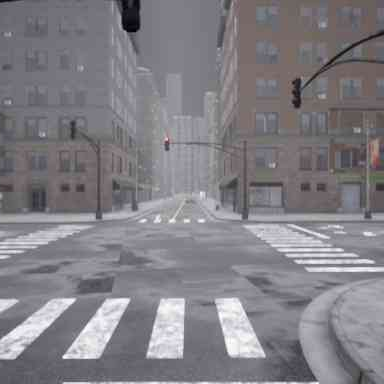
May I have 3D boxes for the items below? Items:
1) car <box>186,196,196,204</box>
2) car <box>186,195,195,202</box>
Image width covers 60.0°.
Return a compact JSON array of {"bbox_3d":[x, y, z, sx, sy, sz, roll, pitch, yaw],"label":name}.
[{"bbox_3d":[-0.281,1.614,63.876,1.895,1.301,4.718,0,0,0],"label":"car"},{"bbox_3d":[-0.345,1.443,73.881,1.895,1.301,4.718,0,0,0],"label":"car"}]
